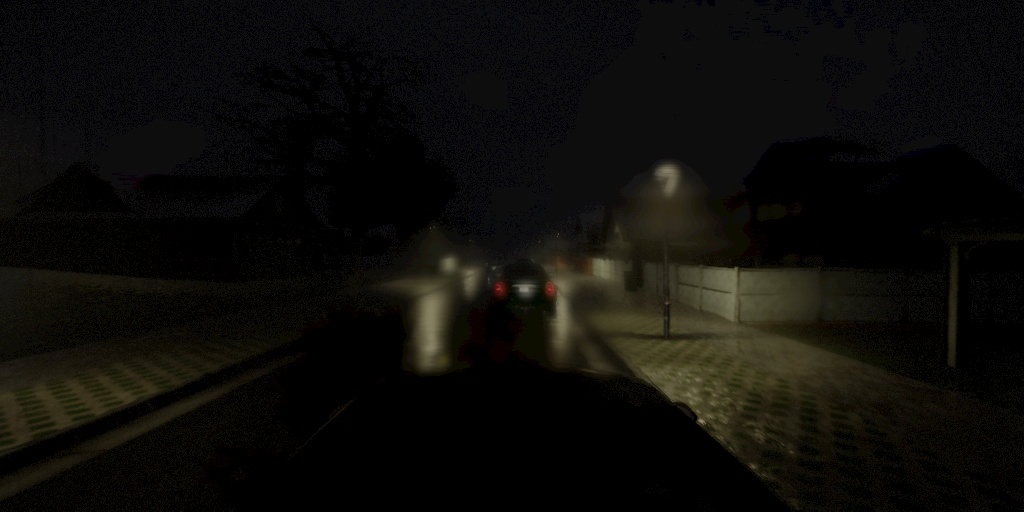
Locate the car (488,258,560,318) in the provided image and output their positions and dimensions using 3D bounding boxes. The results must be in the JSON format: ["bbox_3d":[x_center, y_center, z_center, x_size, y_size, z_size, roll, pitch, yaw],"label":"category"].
[{"bbox_3d":[0.526,1.068,13.029,2.097,1.767,4.553,0,0,3],"label":"car"}]

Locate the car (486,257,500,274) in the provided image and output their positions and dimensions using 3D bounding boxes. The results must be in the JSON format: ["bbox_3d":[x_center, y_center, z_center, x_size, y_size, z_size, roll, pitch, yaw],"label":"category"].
[{"bbox_3d":[-1.631,1.115,38.211,2.128,1.511,4.902,0,0,0],"label":"car"}]
